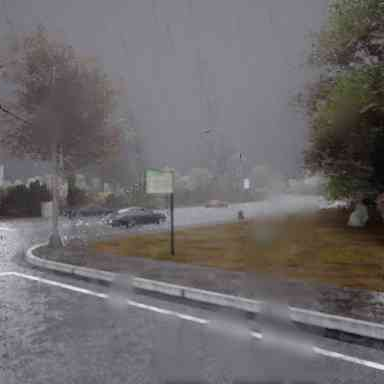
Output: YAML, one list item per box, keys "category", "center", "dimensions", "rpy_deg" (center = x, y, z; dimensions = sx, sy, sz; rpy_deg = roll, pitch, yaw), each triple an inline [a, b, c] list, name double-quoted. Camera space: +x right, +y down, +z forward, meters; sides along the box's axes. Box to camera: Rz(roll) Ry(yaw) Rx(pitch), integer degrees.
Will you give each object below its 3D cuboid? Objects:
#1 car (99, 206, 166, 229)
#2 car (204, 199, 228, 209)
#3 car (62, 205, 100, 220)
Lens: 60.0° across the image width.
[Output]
- category: "car"
  center: [-3.881, 1.739, 23.554]
  dimensions: [1.812, 1.442, 4.674]
  rpy_deg: [-1, -1, 39]
- category: "car"
  center: [3.641, 1.822, 50.377]
  dimensions: [1.994, 1.385, 4.181]
  rpy_deg: [-1, 0, 37]
- category: "car"
  center: [-10.186, 1.944, 32.644]
  dimensions: [1.895, 1.301, 4.718]
  rpy_deg: [-1, 0, 39]
